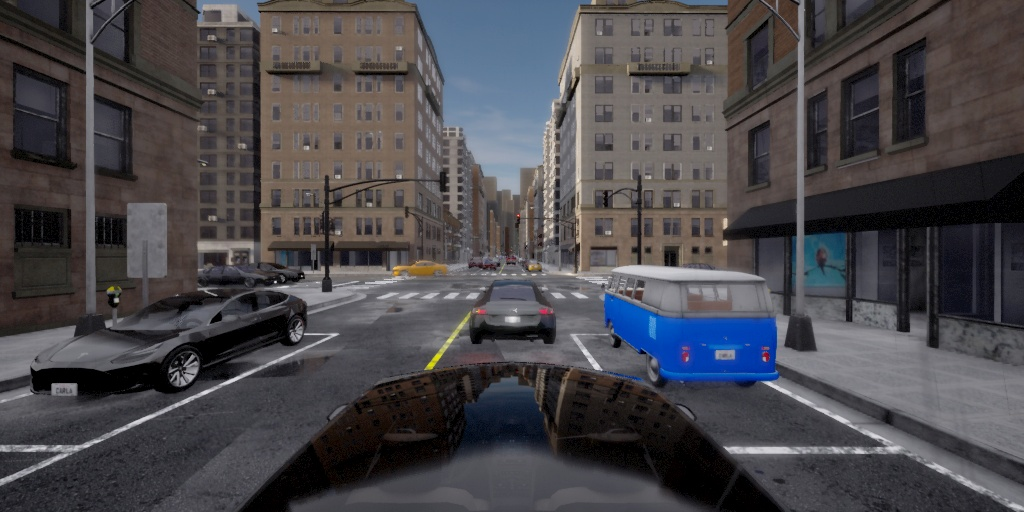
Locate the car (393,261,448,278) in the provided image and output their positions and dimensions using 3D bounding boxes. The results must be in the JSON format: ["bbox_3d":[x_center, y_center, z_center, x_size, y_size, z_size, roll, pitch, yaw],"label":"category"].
[{"bbox_3d":[-8.550,1.207,33.600,5.008,1.535,1.882,0,2,-24],"label":"car"}]

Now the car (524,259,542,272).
[{"bbox_3d":[2.908,1.267,46.029,1.751,1.417,4.829,0,0,0],"label":"car"}]

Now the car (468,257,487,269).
[{"bbox_3d":[-5.702,1.050,56.845,2.192,1.841,5.009,0,0,0],"label":"car"}]

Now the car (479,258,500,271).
[{"bbox_3d":[-3.075,1.340,49.619,1.895,1.301,4.718,0,0,0],"label":"car"}]

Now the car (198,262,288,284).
[{"bbox_3d":[-17.901,1.282,23.095,5.357,1.411,2.033,0,0,0],"label":"car"}]

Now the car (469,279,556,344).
[{"bbox_3d":[0.042,1.314,9.592,1.994,1.385,4.181,0,0,1],"label":"car"}]

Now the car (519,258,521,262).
[{"bbox_3d":[2.780,1.297,62.437,1.948,1.339,4.313,0,0,0],"label":"car"}]

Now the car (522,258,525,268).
[{"bbox_3d":[2.866,1.178,51.385,1.967,1.591,4.097,0,0,0],"label":"car"}]

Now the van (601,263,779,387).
[{"bbox_3d":[2.882,1.090,6.669,1.690,1.789,3.998,0,0,0],"label":"van"}]

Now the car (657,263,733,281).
[{"bbox_3d":[15.220,1.289,29.987,5.357,1.411,2.033,0,0,0],"label":"car"}]

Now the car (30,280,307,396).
[{"bbox_3d":[-5.643,1.315,6.710,1.948,1.339,4.313,0,0,0],"label":"car"}]

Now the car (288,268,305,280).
[{"bbox_3d":[-17.871,1.230,26.347,4.892,1.490,1.837,0,0,0],"label":"car"}]

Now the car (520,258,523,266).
[{"bbox_3d":[2.823,1.286,56.911,2.007,1.370,4.403,0,0,0],"label":"car"}]
